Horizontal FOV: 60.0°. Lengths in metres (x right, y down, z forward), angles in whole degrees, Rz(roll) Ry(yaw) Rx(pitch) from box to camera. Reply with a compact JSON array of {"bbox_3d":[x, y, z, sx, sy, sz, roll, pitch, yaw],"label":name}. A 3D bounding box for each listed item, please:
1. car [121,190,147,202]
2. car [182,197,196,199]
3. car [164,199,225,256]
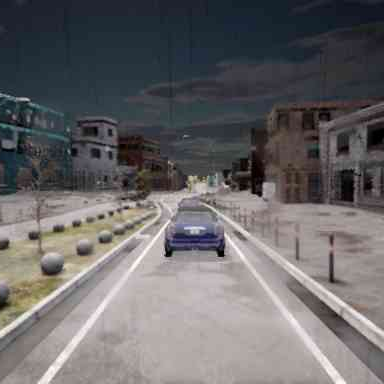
[{"bbox_3d":[-7.720,0.486,44.190,2.033,1.411,5.357,1,3,13],"label":"car"},{"bbox_3d":[-0.270,1.264,30.501,2.097,1.767,4.553,0,2,-4],"label":"car"},{"bbox_3d":[0.098,1.347,13.220,2.097,1.767,4.553,0,0,0],"label":"car"}]
